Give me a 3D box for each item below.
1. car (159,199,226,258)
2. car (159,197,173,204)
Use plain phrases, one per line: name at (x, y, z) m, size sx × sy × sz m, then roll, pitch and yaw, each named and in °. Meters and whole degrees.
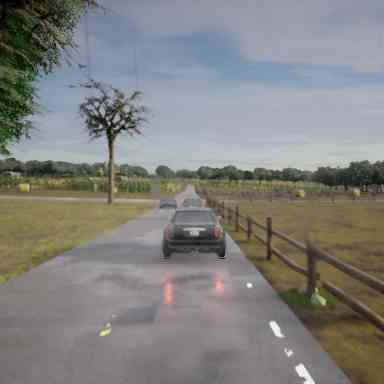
car at (0.082, 1.322, 12.765) m, size 2.097 × 1.767 × 4.553 m, roll 0°, pitch 0°, yaw 0°
car at (-2.845, 1.352, 39.932) m, size 1.994 × 1.385 × 4.181 m, roll 0°, pitch 1°, yaw 0°
